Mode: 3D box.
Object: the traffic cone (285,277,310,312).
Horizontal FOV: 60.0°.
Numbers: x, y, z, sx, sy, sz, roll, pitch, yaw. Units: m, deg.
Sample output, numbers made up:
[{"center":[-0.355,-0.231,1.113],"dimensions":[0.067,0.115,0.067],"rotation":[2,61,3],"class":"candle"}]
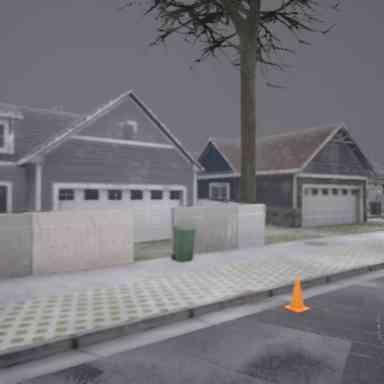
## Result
[{"center":[2.020,1.929,6.369],"dimensions":[0.340,0.580,0.340],"rotation":[0,0,-34],"class":"traffic cone"}]
